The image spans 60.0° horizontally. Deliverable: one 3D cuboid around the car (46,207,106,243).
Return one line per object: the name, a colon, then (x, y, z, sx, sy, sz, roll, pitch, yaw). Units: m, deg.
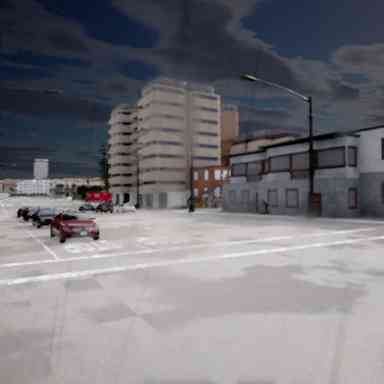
car: (-6.265, 1.744, 17.589, 1.812, 1.442, 4.674, 0, -1, -31)

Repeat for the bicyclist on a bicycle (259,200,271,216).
bicyclist on a bicycle: (7.369, 1.585, 33.733, 1.656, 1.620, 0.582, -1, -1, -31)

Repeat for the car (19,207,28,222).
car: (-16.236, 2.223, 34.344, 2.128, 1.511, 4.902, 0, -2, -31)

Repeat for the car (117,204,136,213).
car: (-10.282, 2.545, 51.988, 1.812, 1.442, 4.674, 0, -1, -30)

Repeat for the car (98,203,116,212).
car: (-15.596, 2.727, 60.809, 1.812, 1.442, 4.674, 0, 0, -31)

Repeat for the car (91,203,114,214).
car: (-13.345, 2.542, 50.285, 1.837, 1.490, 4.892, 0, -1, -30)

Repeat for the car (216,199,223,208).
car: (5.713, 1.964, 55.274, 1.970, 1.475, 3.806, 0, -2, -31)

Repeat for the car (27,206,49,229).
car: (-11.215, 1.991, 25.892, 2.033, 1.411, 5.357, 0, -1, -31)

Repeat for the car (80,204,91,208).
car: (-18.602, 2.764, 59.017, 2.033, 1.411, 5.357, 0, 0, -31)
